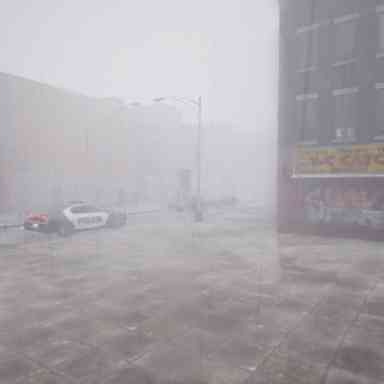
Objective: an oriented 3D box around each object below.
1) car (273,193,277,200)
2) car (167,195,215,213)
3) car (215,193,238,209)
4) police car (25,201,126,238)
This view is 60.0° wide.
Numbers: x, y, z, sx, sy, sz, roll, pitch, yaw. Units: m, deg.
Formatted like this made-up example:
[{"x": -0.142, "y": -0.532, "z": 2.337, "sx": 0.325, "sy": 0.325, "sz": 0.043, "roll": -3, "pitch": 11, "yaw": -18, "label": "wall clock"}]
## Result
[{"x": 12.640, "y": 0.468, "z": 46.176, "sx": 1.802, "sy": 1.307, "sz": 4.206, "roll": 3, "pitch": 3, "yaw": 36, "label": "car"}, {"x": -0.270, "y": 0.968, "z": 28.210, "sx": 1.947, "sy": 1.339, "sz": 4.313, "roll": 3, "pitch": 3, "yaw": 36, "label": "car"}, {"x": 2.958, "y": 0.817, "z": 32.701, "sx": 1.887, "sy": 1.381, "sz": 4.507, "roll": 3, "pitch": 3, "yaw": 36, "label": "car"}, {"x": -5.448, "y": 1.244, "z": 16.519, "sx": 2.038, "sy": 1.542, "sz": 4.974, "roll": 1, "pitch": 2, "yaw": 36, "label": "police car"}]
